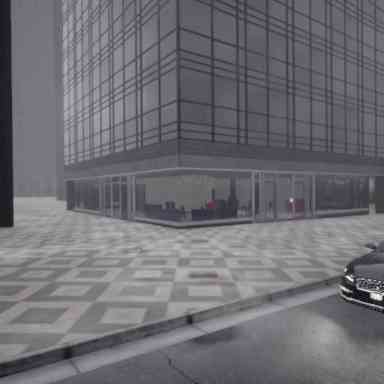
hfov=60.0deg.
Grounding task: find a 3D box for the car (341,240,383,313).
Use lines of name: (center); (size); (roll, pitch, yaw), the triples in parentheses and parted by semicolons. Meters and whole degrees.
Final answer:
car: (5.068, 1.501, 6.961); (4.892, 1.490, 1.837); (0, 0, -35)
